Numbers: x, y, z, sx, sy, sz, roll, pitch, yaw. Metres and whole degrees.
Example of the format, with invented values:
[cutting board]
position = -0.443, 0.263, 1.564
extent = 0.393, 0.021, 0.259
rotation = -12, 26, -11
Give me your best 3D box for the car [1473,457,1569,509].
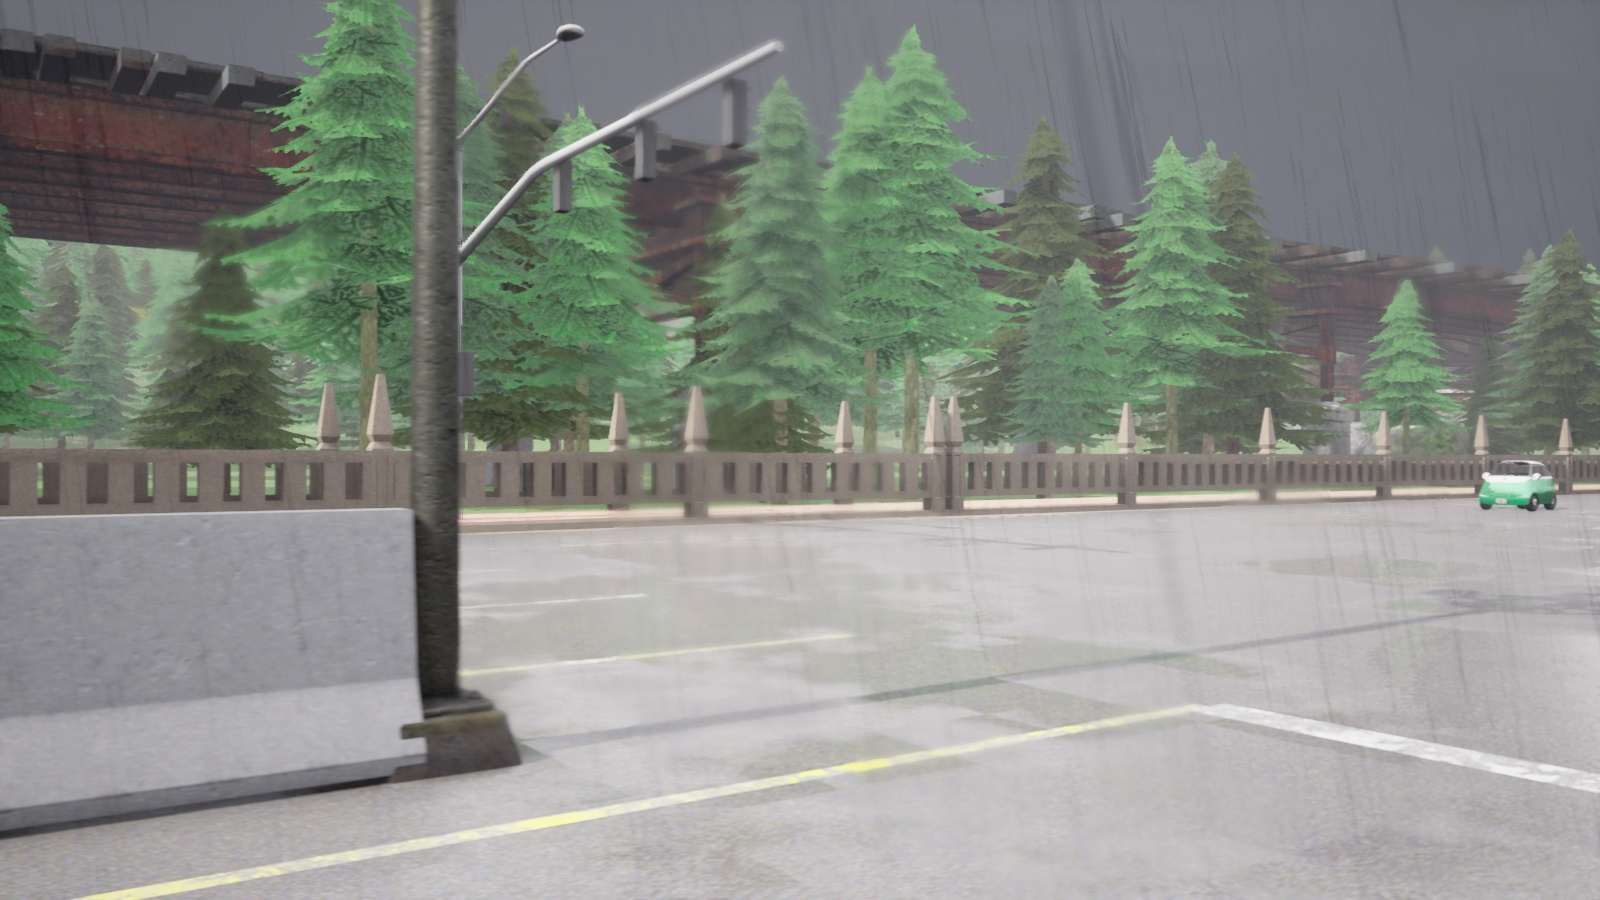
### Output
[car]
position = 19.804, 0.875, 34.504
extent = 2.207, 1.376, 1.481
rotation = 0, 0, -35
